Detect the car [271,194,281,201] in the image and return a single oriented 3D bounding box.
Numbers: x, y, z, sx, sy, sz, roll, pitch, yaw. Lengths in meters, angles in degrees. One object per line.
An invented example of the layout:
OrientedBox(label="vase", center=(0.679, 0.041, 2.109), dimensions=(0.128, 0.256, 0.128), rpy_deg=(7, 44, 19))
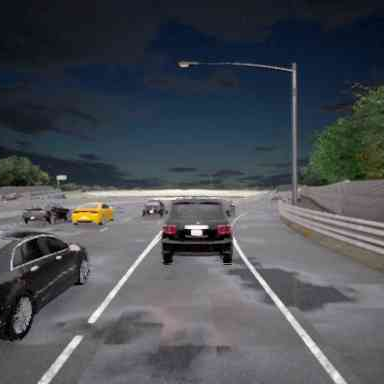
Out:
OrientedBox(label="car", center=(20.586, 1.528, 82.534), dimensions=(1.895, 1.301, 4.718), rpy_deg=(-1, 1, 17))

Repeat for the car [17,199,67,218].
OrientedBox(label="car", center=(-10.391, 1.486, 24.107), dimensions=(2.128, 1.511, 4.902), rpy_deg=(0, 0, 0))

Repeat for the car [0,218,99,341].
OrientedBox(label="car", center=(-3.498, 1.504, 6.486), dimensions=(1.837, 1.490, 4.892), rpy_deg=(0, 0, 0))

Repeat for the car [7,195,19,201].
OrientedBox(label="car", center=(-44.467, 1.398, 82.528), dimensions=(1.882, 1.535, 5.008), rpy_deg=(1, 1, -15))

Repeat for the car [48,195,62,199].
OrientedBox(label="car", center=(-27.974, 1.559, 69.015), dimensions=(2.150, 2.045, 5.566), rpy_deg=(0, -1, 0))

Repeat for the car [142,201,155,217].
OrientedBox(label="car", center=(-3.488, 1.524, 31.009), dimensions=(1.812, 1.442, 4.674), rpy_deg=(0, 0, 0))

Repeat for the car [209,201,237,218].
OrientedBox(label="car", center=(2.972, 1.562, 31.084), dimensions=(1.994, 1.385, 4.181), rpy_deg=(0, 0, 13))

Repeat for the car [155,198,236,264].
OrientedBox(label="car", center=(0.230, 1.217, 11.940), dimensions=(2.150, 2.045, 5.566), rpy_deg=(0, 0, 2))

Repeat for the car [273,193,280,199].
OrientedBox(label="car", center=(23.537, 1.158, 92.172), dimensions=(1.812, 1.442, 4.674), rpy_deg=(-1, 1, 16))

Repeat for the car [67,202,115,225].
OrientedBox(label="car", center=(-6.890, 1.472, 23.749), dimensions=(1.882, 1.535, 5.008), rpy_deg=(0, 0, 0))

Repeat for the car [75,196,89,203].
OrientedBox(label="car", center=(-27.968, 1.977, 84.908), dimensions=(2.097, 1.767, 4.553), rpy_deg=(0, -1, 0))

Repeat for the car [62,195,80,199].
OrientedBox(label="car", center=(-24.474, 1.860, 69.039), dimensions=(2.128, 1.511, 4.902), rpy_deg=(0, -1, 0))

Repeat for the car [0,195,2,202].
OrientedBox(label="car", center=(-40.203, 1.291, 67.245), dimensions=(2.150, 2.045, 5.566), rpy_deg=(1, 0, -17))
